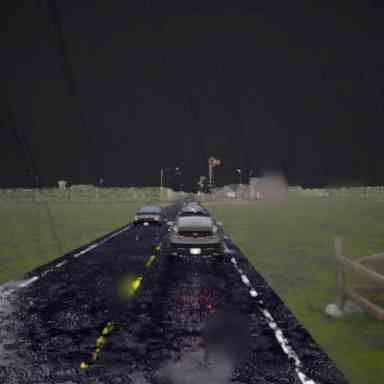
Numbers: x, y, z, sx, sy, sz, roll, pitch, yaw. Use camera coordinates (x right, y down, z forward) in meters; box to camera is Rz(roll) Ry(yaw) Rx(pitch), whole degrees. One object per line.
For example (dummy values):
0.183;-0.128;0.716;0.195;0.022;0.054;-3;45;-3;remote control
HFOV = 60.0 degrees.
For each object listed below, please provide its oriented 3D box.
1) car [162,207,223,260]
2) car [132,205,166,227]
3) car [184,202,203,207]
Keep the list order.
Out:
0.104;1.531;12.472;1.837;1.490;4.892;0;0;0;car
-2.826;1.598;23.209;2.033;1.411;5.357;0;0;0;car
0.108;1.640;33.177;1.994;1.385;4.181;0;0;0;car
